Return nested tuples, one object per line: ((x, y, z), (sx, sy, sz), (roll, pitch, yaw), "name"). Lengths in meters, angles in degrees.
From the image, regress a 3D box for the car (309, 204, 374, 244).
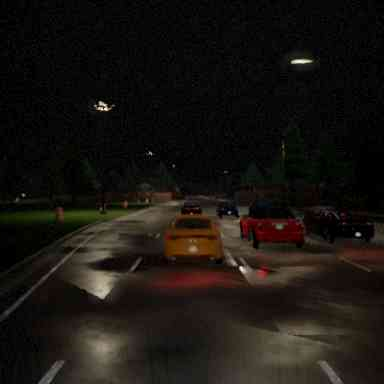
((7.021, 1.591, 16.486), (2.128, 1.511, 4.902), (0, 0, 0), "car")

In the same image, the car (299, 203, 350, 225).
((10.467, 1.709, 26.806), (2.033, 1.411, 5.357), (0, 0, 0), "car")

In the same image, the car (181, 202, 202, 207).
((-0.049, 1.691, 31.835), (2.128, 1.511, 4.902), (0, 0, 0), "car")

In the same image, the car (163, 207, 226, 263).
((0.031, 1.556, 12.358), (1.882, 1.535, 5.008), (0, 0, 0), "car")

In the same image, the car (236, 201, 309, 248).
((3.524, 1.447, 15.529), (2.097, 1.767, 4.553), (0, 0, 0), "car")

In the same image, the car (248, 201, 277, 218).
((6.946, 1.683, 33.419), (1.882, 1.535, 5.008), (0, 0, 0), "car")

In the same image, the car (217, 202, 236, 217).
((3.448, 1.730, 32.857), (1.812, 1.442, 4.674), (0, 0, 0), "car")
